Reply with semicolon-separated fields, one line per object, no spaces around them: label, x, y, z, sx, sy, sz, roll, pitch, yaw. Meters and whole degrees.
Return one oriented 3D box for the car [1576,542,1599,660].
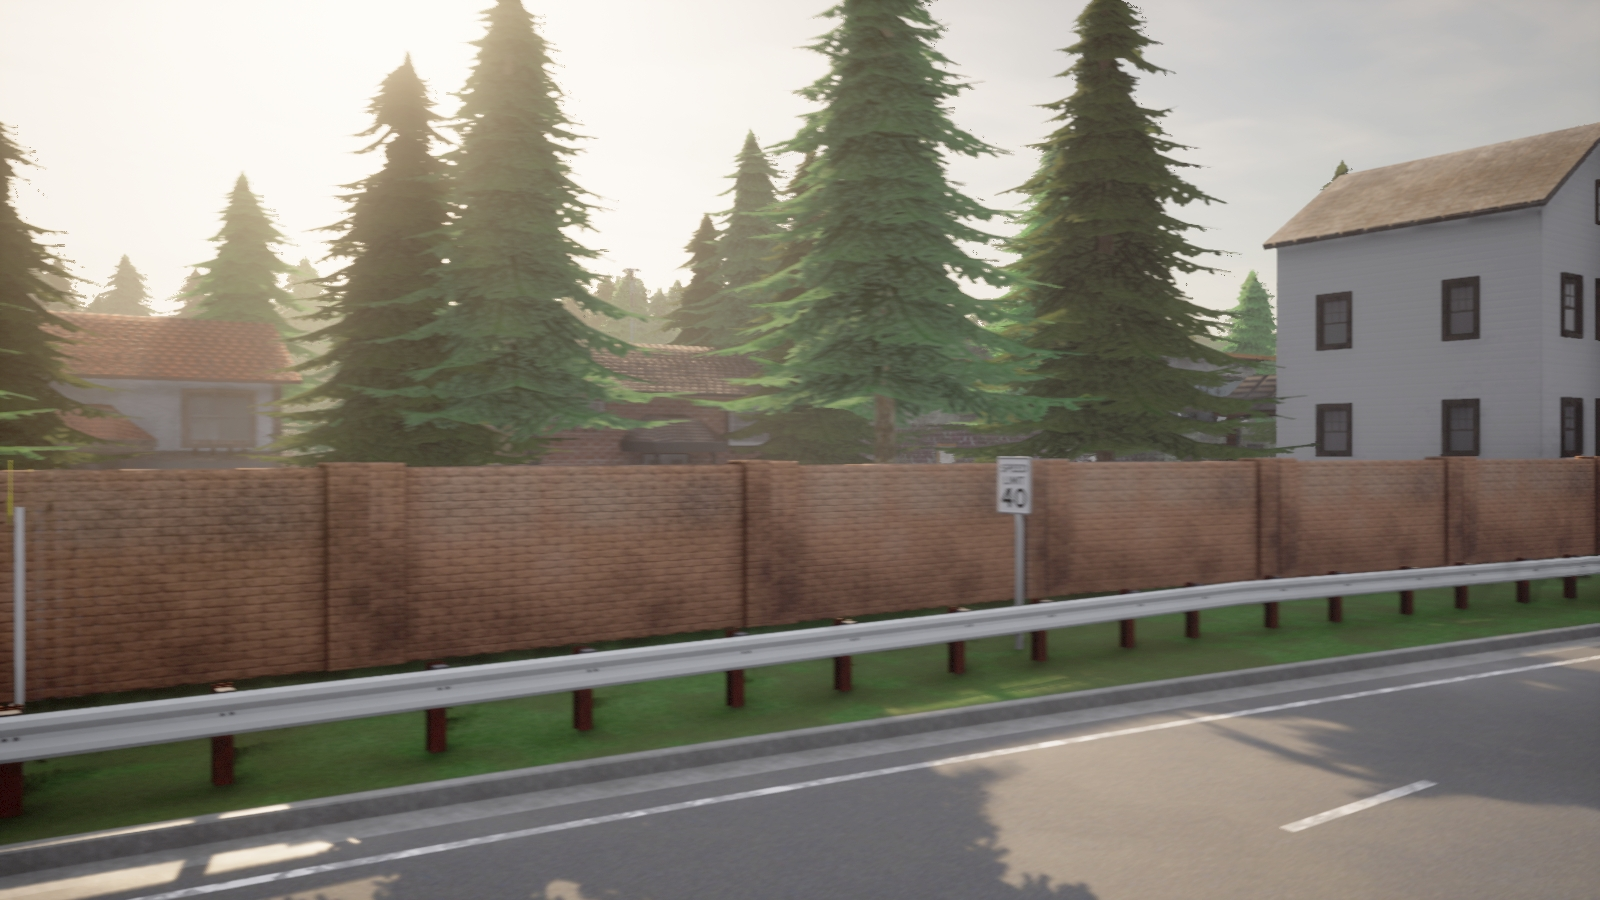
car;12.957;2.040;15.821;4.514;1.525;2.007;0;0;-32
